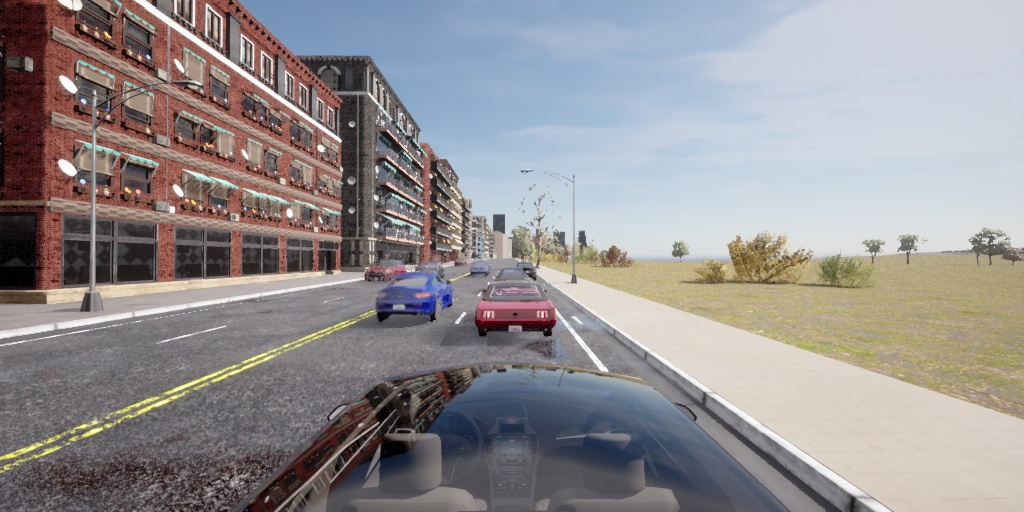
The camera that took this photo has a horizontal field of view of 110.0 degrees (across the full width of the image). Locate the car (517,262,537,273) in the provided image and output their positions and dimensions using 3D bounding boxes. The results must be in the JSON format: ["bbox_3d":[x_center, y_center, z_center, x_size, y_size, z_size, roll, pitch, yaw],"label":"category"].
[{"bbox_3d":[1.056,1.259,30.325,1.837,1.490,4.892,0,0,0],"label":"car"}]

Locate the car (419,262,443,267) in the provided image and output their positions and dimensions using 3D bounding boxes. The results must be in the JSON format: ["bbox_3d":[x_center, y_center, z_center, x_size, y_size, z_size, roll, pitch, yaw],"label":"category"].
[{"bbox_3d":[-6.679,1.245,29.265,2.128,1.511,4.902,0,0,0],"label":"car"}]

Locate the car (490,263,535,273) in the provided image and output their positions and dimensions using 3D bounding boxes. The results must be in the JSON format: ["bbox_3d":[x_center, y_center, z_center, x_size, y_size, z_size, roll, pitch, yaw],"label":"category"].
[{"bbox_3d":[0.039,1.317,20.331,1.994,1.385,4.181,0,0,0],"label":"car"}]

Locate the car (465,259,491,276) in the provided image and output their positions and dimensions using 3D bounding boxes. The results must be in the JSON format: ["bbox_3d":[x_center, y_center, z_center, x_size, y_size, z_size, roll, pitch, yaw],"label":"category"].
[{"bbox_3d":[-3.249,1.301,37.171,2.033,1.411,5.357,0,0,0],"label":"car"}]

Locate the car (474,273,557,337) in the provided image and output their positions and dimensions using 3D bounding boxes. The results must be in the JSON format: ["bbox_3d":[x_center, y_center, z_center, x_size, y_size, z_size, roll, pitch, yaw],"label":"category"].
[{"bbox_3d":[0.076,1.352,10.301,1.895,1.301,4.718,0,0,0],"label":"car"}]

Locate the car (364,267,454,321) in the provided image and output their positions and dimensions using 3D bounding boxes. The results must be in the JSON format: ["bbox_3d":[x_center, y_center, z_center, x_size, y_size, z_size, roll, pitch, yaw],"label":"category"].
[{"bbox_3d":[-3.182,1.278,12.364,1.812,1.442,4.674,0,0,0],"label":"car"}]

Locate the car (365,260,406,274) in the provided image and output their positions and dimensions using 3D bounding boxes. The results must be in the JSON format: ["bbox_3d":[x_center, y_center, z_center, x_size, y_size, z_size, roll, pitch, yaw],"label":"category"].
[{"bbox_3d":[-9.927,1.105,28.425,2.097,1.767,4.553,0,0,0],"label":"car"}]
